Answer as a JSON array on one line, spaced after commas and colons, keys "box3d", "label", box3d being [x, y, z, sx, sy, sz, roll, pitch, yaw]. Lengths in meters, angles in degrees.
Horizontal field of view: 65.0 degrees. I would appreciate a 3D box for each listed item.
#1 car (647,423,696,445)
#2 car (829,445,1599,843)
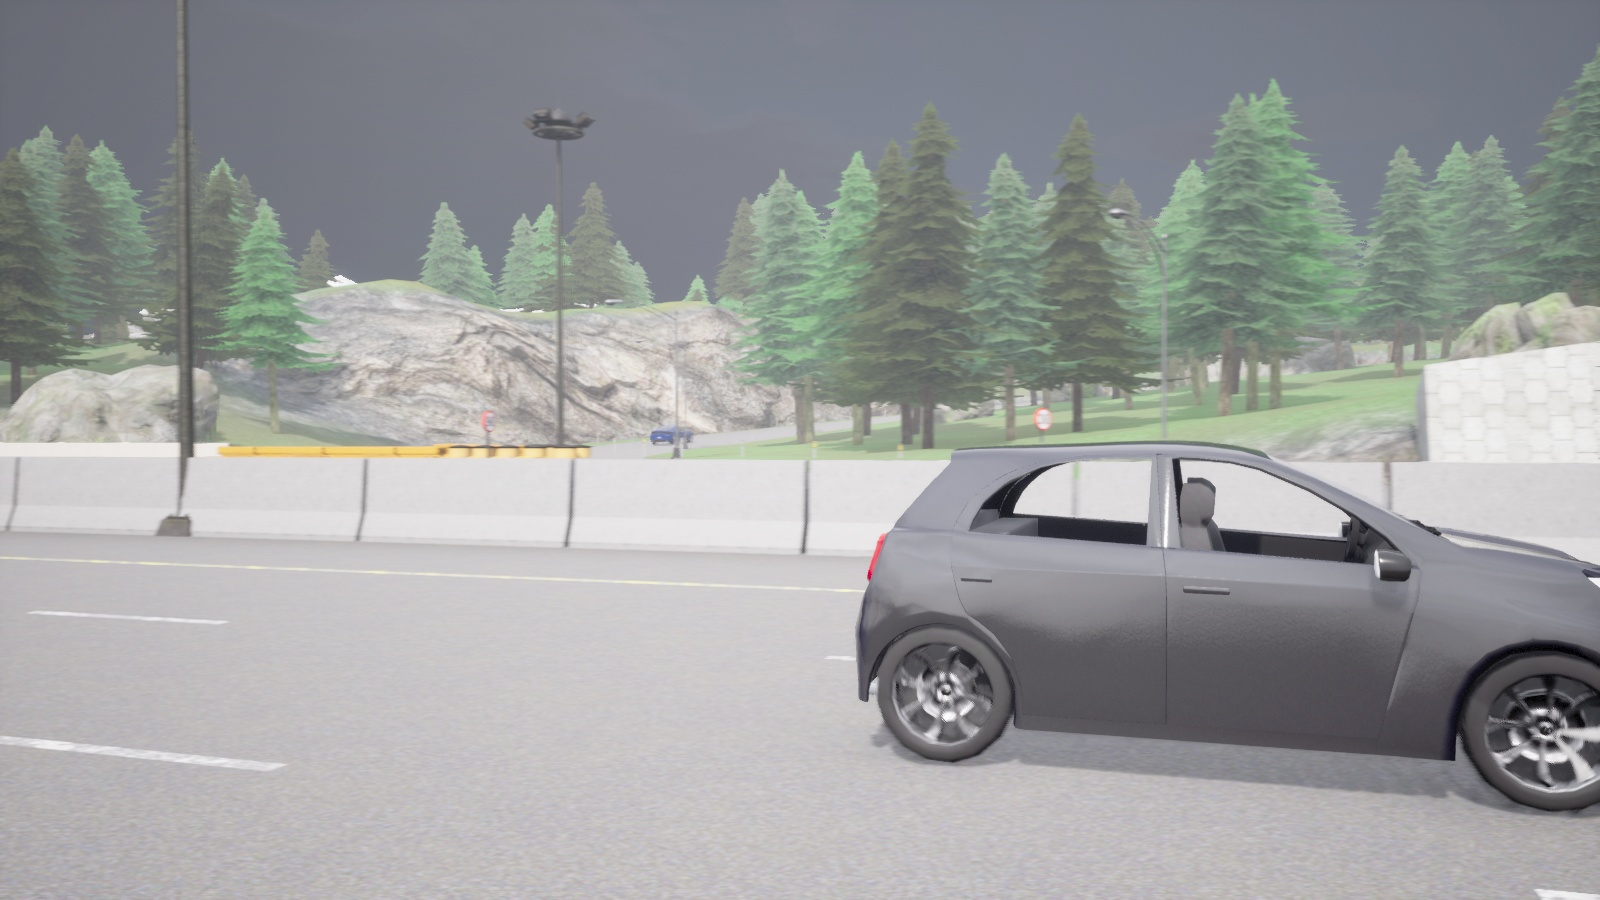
[{"box3d": [-10.021, -1.297, 98.100, 1.882, 1.535, 5.008, 1, 3, 18], "label": "car"}, {"box3d": [2.153, 0.750, 6.161, 3.633, 1.501, 1.845, 1, 1, 19], "label": "car"}]
